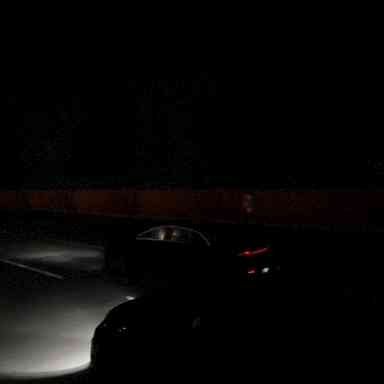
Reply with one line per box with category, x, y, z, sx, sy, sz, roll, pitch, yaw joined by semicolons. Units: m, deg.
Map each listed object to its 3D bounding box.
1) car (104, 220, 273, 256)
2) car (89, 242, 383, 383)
car;-0.300;1.507;8.756;4.902;1.511;2.128;0;0;38
car;0.845;1.571;3.504;4.181;1.385;1.994;0;0;36
